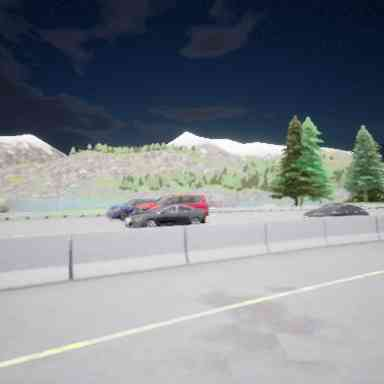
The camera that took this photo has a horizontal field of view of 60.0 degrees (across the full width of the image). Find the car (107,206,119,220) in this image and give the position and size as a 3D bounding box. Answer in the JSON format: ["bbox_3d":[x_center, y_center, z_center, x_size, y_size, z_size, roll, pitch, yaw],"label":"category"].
[{"bbox_3d":[-4.288,1.302,26.010,4.553,1.767,2.097,0,0,-31],"label":"car"}]

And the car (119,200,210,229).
[{"bbox_3d":[-1.451,1.460,19.573,4.902,1.511,2.128,0,0,-31],"label":"car"}]

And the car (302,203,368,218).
[{"bbox_3d":[9.352,1.512,21.687,4.892,1.490,1.837,0,0,-27],"label":"car"}]

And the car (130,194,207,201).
[{"bbox_3d":[-1.354,1.185,23.740,5.566,2.045,2.150,0,0,-31],"label":"car"}]
